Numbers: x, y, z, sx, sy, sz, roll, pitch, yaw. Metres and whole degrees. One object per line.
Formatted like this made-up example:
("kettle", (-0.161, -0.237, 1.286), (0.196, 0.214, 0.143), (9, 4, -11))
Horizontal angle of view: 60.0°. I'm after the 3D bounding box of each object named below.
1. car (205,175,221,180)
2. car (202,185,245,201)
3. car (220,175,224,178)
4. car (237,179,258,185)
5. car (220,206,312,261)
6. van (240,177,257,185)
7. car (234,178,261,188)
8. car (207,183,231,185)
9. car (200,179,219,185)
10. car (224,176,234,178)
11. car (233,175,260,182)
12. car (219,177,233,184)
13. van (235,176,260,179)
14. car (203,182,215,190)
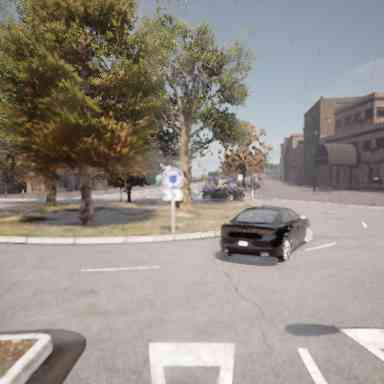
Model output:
("car", (4.740, -2.127, 74.662), (2.150, 2.045, 5.566), (0, 4, 9))
("car", (3.512, 0.223, 38.018), (4.892, 1.490, 1.837), (1, 1, 31))
("car", (7.119, -2.951, 88.858), (1.882, 1.535, 5.008), (0, 4, 11))
("car", (14.656, -2.732, 87.729), (5.366, 1.575, 1.946), (0, 4, 11))
("car", (2.728, 1.216, 11.491), (1.882, 1.535, 5.008), (0, 2, 31))
("van", (14.444, -2.775, 84.979), (4.442, 1.987, 1.878), (0, 4, 11))
("car", (11.748, -1.540, 68.939), (4.892, 1.521, 2.231), (0, 3, 9))
("car", (3.588, -0.064, 44.061), (1.837, 1.490, 4.892), (0, 3, -6))
("car", (2.794, -0.835, 55.160), (2.097, 1.767, 4.553), (0, 3, 0))
("car", (9.988, -2.841, 87.889), (2.033, 1.411, 5.357), (0, 4, 11))
("car", (13.022, -2.293, 77.066), (5.566, 2.045, 2.435), (0, 4, 9))
("car", (7.610, -1.950, 73.586), (1.812, 1.442, 4.674), (0, 4, 9))
("van", (12.470, -2.101, 74.380), (4.442, 1.987, 1.878), (0, 4, 9))
("car", (3.342, -1.148, 64.738), (1.895, 1.301, 4.718), (0, 3, 8))
